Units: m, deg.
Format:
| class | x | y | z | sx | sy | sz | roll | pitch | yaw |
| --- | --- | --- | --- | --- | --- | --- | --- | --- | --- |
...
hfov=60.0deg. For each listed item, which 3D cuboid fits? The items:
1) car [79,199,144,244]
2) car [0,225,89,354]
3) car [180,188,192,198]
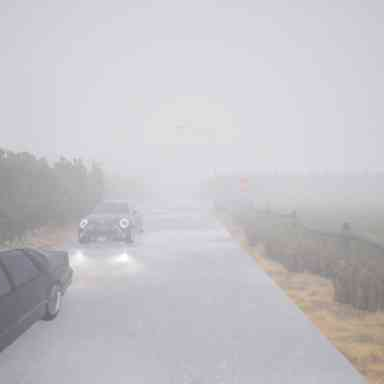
| class | x | y | z | sx | sy | sz | roll | pitch | yaw |
| --- | --- | --- | --- | --- | --- | --- | --- | --- | --- |
| car | -3.419 | 1.161 | 14.709 | 2.097 | 1.767 | 4.553 | -1 | 1 | -1 |
| car | -3.255 | 1.517 | 4.439 | 2.033 | 1.411 | 5.357 | -1 | 1 | -1 |
| car | -1.295 | 0.181 | 71.023 | 2.150 | 2.045 | 5.566 | -1 | 1 | -1 |
